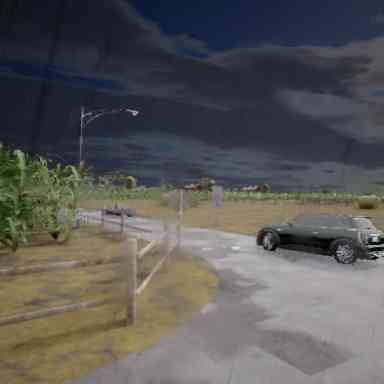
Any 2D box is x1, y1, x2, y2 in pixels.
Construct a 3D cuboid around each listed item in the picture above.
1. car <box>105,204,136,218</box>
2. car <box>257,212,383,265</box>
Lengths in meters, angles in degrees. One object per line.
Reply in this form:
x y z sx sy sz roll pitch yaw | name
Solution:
-7.341 1.872 33.796 1.895 1.301 4.718 3 -2 -31 | car
4.731 1.551 12.677 2.097 1.767 4.553 5 -3 -40 | car
